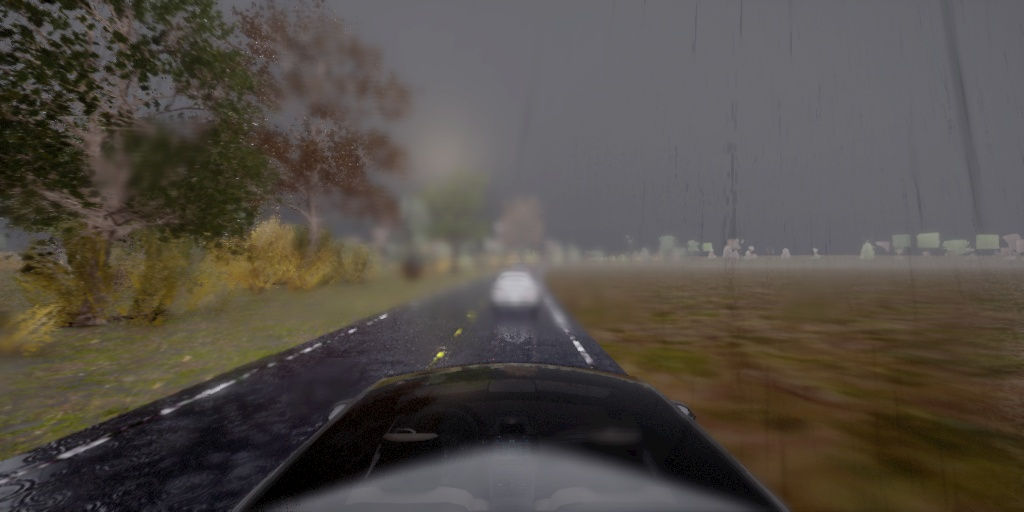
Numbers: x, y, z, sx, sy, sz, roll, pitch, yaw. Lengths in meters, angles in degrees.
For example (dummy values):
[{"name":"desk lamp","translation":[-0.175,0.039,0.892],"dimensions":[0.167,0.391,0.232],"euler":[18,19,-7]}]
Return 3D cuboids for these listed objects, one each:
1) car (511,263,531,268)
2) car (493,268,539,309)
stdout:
[{"name":"car","translation":[0.826,1.400,30.130],"dimensions":[2.097,1.767,4.553],"euler":[0,-1,4]},{"name":"car","translation":[0.210,1.423,15.660],"dimensions":[1.812,1.442,4.674],"euler":[0,0,2]}]
